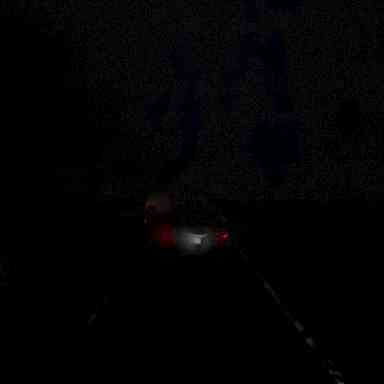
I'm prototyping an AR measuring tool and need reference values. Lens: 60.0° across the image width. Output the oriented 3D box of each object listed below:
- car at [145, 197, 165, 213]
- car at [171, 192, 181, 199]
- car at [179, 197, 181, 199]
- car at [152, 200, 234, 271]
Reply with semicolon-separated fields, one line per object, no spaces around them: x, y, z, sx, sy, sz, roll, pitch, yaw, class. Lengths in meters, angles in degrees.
-3.585;1.222;33.527;1.882;1.535;5.008;0;0;0;car
-3.478;0.700;74.167;2.097;1.767;4.553;0;0;0;car
0.102;1.355;27.530;1.994;1.385;4.181;0;0;0;car
0.093;1.270;10.738;2.097;1.767;4.553;0;0;0;car
